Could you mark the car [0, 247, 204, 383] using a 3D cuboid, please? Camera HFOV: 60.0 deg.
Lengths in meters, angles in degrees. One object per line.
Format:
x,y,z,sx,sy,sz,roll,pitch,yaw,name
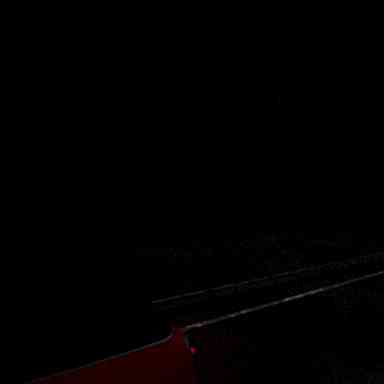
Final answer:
-2.125,1.354,2.123,4.553,1.767,2.097,0,0,-33,car
